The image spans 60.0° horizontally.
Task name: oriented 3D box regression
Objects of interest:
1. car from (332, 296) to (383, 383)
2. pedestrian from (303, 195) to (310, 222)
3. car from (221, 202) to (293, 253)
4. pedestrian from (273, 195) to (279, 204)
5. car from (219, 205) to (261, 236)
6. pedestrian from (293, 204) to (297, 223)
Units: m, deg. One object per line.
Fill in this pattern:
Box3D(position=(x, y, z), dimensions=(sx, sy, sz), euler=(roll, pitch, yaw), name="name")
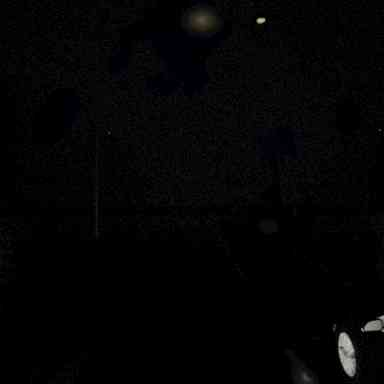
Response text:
Box3D(position=(2.637, 1.552, 2.614), dimensions=(2.008, 1.369, 4.403), euler=(0, 0, 0), name="car")
Box3D(position=(8.012, 1.126, 23.283), dimensions=(0.375, 1.860, 0.375), euler=(0, 0, 0), name="pedestrian")
Box3D(position=(2.638, 1.320, 13.706), dimensions=(2.192, 1.841, 5.009), euler=(0, 0, 0), name="car")
Box3D(position=(6.012, 1.151, 23.883), dimensions=(0.375, 1.860, 0.375), euler=(0, 0, 0), name="pedestrian")
Box3D(position=(2.638, 1.533, 19.421), dimensions=(1.752, 1.417, 4.829), euler=(0, 0, 0), name="car")
Box3D(position=(7.012, 1.422, 22.683), dimensions=(0.375, 1.300, 0.375), euler=(0, 0, 0), name="pedestrian")
